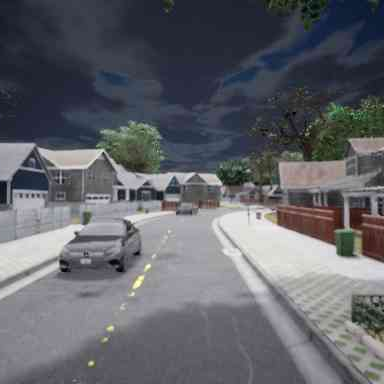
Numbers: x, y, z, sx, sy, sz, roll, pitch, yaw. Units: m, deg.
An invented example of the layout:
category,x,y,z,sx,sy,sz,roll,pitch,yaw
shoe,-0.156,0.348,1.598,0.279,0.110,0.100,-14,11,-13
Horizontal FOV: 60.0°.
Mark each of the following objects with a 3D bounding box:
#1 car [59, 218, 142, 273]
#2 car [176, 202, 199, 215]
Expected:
category,x,y,z,sx,sy,sz,roll,pitch,yaw
car,-2.828,1.629,11.230,1.812,1.442,4.674,0,-1,0
car,-0.499,1.994,39.316,1.837,1.490,4.892,0,-1,14
